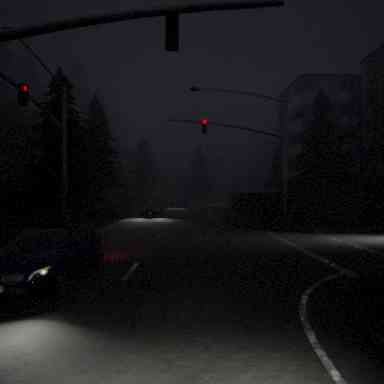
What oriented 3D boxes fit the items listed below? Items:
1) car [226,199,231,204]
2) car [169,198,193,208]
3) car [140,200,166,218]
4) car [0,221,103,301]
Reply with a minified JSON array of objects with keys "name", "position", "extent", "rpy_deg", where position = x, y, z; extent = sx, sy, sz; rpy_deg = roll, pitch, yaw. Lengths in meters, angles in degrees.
[{"name":"car","position":[8.501,1.604,61.674],"extent":[4.718,1.301,1.895],"rpy_deg":[0,0,-40]},{"name":"car","position":[-1.421,1.510,47.406],"extent":[2.033,1.411,5.357],"rpy_deg":[0,0,20]},{"name":"car","position":[-3.432,1.502,30.068],"extent":[1.812,1.442,4.674],"rpy_deg":[0,0,2]},{"name":"car","position":[-3.583,1.519,8.433],"extent":[1.812,1.442,4.674],"rpy_deg":[0,0,0]}]
